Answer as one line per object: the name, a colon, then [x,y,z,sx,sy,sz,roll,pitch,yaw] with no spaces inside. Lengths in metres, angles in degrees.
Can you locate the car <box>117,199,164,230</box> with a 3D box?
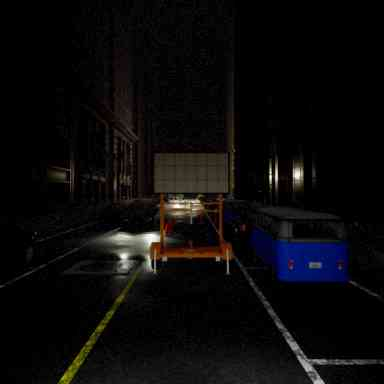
car: [-3.139,1.475,21.235,1.882,1.535,5.008,0,0,0]

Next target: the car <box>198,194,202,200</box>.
car: [2.567,1.510,59.644,1.887,1.381,4.507,1,0,0]

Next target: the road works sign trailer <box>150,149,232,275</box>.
road works sign trailer: [-0.019,0.465,10.477,2.380,3.560,2.880,0,0,0]

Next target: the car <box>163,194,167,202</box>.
car: [-5.959,1.547,59.623,1.802,1.307,4.206,1,0,0]

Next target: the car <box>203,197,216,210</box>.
car: [2.608,1.540,37.146,2.008,1.369,4.403,1,0,0]

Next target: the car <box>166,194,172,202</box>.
car: [-5.977,1.388,70.872,1.967,1.590,4.097,1,0,0]

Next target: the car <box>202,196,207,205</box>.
car: [2.598,1.529,42.770,1.887,1.381,4.507,1,0,0]

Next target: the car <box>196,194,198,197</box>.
car: [2.527,1.473,82.143,1.887,1.381,4.507,1,0,0]

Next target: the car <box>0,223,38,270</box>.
car: [-5.867,1.545,9.003,1.887,1.381,4.507,1,0,0]

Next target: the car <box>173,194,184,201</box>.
car: [-3.156,1.274,85.392,2.097,1.767,4.553,0,0,0]

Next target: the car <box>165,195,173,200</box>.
car: [-6.010,1.484,87.745,1.947,1.339,4.313,1,0,0]

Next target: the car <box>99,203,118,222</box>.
car: [-5.897,1.540,25.876,1.887,1.381,4.507,1,0,0]

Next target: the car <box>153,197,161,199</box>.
car: [-5.937,1.504,48.203,1.752,1.417,4.829,1,0,0]

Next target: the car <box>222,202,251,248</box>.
car: [2.650,1.440,14.646,1.967,1.590,4.097,1,0,0]

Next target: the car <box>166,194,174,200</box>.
car: [-6.018,1.348,93.369,1.967,1.590,4.097,1,0,0]

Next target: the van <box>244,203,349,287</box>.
van: [2.661,1.342,9.022,1.690,1.788,3.998,1,0,0]

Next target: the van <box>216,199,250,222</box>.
van: [2.641,1.339,20.272,1.690,1.788,3.998,1,0,0]

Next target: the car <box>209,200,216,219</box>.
car: [2.628,1.546,25.896,2.008,1.369,4.403,1,0,0]

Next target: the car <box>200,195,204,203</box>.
car: [2.588,1.523,48.394,1.887,1.381,4.507,1,0,0]

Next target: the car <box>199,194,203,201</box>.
car: [2.578,1.517,54.019,1.887,1.381,4.507,1,0,0]

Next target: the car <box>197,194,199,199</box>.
car: [2.557,1.523,65.270,1.947,1.339,4.313,1,0,0]
